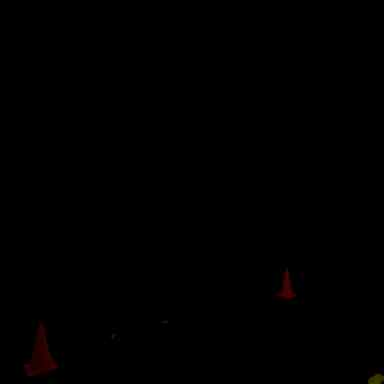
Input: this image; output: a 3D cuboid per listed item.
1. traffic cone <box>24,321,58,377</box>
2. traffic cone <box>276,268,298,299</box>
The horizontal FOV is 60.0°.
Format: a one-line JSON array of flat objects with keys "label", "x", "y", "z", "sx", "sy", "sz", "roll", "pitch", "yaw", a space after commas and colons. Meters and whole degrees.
[{"label": "traffic cone", "x": -1.934, "y": 1.958, "z": 4.264, "sx": 0.340, "sy": 0.580, "sz": 0.340, "roll": 0, "pitch": 0, "yaw": -36}, {"label": "traffic cone", "x": 2.065, "y": 1.959, "z": 7.229, "sx": 0.340, "sy": 0.580, "sz": 0.340, "roll": 0, "pitch": 0, "yaw": -37}]
